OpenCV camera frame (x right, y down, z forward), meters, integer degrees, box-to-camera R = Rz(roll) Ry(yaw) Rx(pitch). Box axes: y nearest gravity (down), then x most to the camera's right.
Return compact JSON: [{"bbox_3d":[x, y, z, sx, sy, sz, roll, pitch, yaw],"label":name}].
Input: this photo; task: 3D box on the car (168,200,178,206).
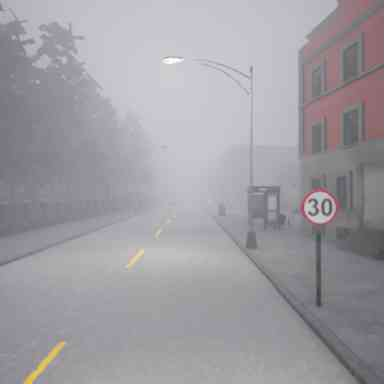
[{"bbox_3d":[-4.020,2.401,70.987,1.812,1.442,4.674,0,-1,0],"label":"car"}]
